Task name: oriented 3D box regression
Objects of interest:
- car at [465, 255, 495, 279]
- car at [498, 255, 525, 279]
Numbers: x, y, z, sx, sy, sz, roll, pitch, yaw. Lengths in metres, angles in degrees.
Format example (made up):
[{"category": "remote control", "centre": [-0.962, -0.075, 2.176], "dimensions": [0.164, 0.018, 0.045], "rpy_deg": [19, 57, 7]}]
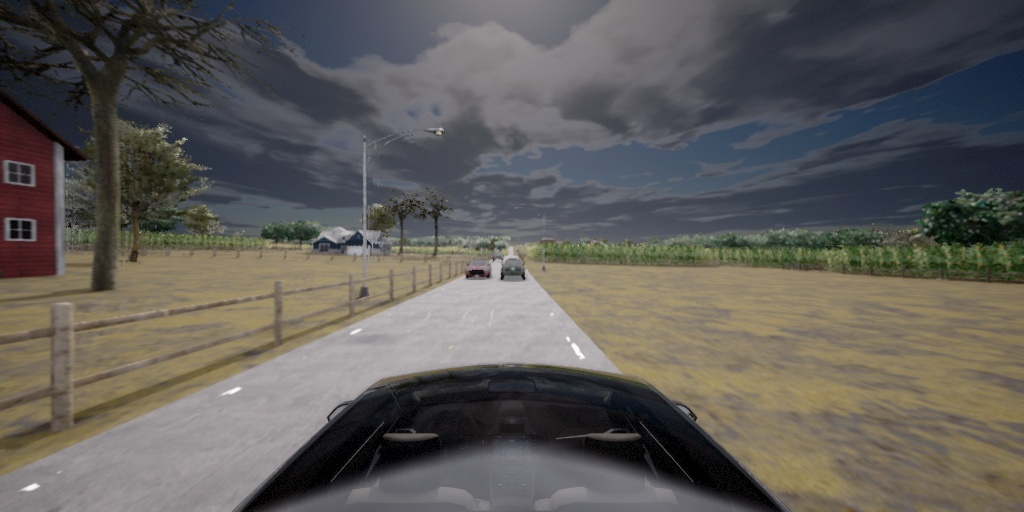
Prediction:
[{"category": "car", "centre": [-2.846, 1.024, 31.418], "dimensions": [2.097, 1.767, 4.553], "rpy_deg": [0, 1, 0]}, {"category": "car", "centre": [0.094, 1.023, 31.608], "dimensions": [2.097, 1.767, 4.553], "rpy_deg": [0, 1, 1]}]
